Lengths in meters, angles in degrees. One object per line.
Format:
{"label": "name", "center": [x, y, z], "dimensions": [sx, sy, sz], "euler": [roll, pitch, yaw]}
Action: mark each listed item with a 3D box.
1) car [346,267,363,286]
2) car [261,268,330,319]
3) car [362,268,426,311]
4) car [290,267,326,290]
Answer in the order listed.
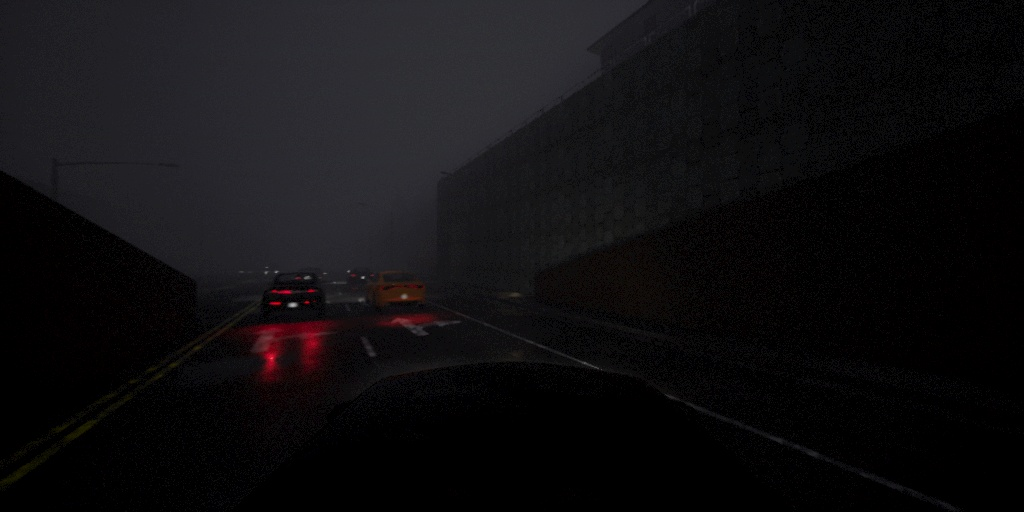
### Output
{"label": "car", "center": [-11.959, 1.592, 28.434], "dimensions": [1.994, 1.385, 4.181], "euler": [0, -1, -27]}
{"label": "car", "center": [-8.046, 1.362, 13.510], "dimensions": [2.128, 1.511, 4.902], "euler": [0, -1, -27]}
{"label": "car", "center": [-5.112, 1.371, 15.456], "dimensions": [1.882, 1.535, 5.008], "euler": [0, -1, -27]}
{"label": "car", "center": [-14.620, 1.545, 25.957], "dimensions": [2.033, 1.411, 5.357], "euler": [0, -1, -28]}
